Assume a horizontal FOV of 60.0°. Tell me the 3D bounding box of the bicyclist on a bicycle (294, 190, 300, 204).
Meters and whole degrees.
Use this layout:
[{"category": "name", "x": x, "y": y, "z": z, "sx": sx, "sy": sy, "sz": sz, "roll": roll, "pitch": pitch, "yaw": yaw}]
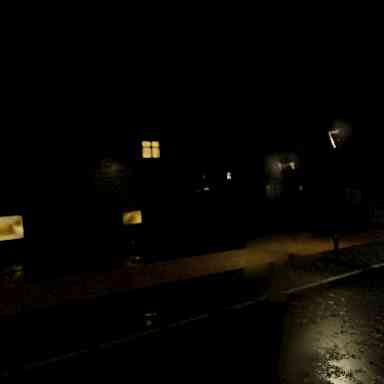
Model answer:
[{"category": "bicyclist on a bicycle", "x": 12.319, "y": 0.616, "z": 39.007, "sx": 0.582, "sy": 1.620, "sz": 1.656, "roll": 0, "pitch": 4, "yaw": 38}]
